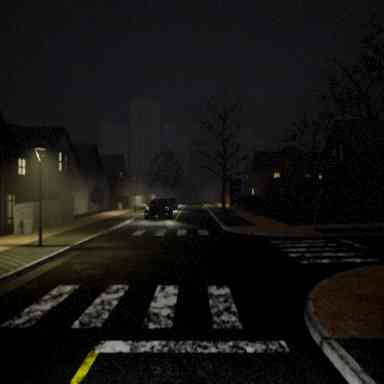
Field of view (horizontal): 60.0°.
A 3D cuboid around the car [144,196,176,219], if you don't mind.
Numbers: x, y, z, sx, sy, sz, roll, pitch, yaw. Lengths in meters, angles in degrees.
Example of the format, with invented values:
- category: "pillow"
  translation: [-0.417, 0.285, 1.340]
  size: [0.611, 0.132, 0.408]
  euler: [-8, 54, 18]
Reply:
- category: "car"
  translation: [-2.794, 1.336, 28.648]
  size: [2.097, 1.767, 4.553]
  euler: [0, 0, 0]

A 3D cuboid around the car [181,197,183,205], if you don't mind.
- category: "car"
  translation: [-2.636, 1.474, 60.438]
  size: [2.128, 1.511, 4.902]
  euler: [0, 0, 0]

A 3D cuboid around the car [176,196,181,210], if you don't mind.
- category: "car"
  translation: [-2.766, 1.505, 41.847]
  size: [1.812, 1.442, 4.674]
  euler: [0, 1, 0]
